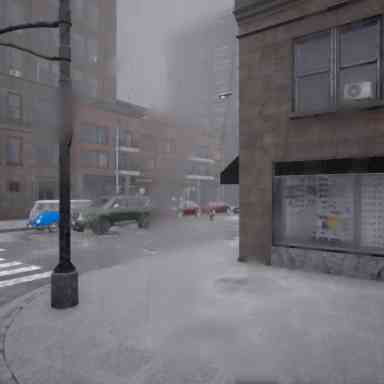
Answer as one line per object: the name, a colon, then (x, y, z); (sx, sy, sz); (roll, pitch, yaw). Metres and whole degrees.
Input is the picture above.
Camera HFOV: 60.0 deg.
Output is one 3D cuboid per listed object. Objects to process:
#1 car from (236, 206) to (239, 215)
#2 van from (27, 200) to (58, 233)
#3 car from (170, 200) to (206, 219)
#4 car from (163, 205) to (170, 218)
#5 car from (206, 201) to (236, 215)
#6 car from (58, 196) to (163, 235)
car: (5.864, 1.633, 33.618); (1.895, 1.301, 4.718); (0, 0, 36)
van: (-7.569, 1.358, 19.785); (1.690, 1.788, 3.998); (0, 0, 36)
car: (-1.006, 1.466, 28.851); (1.967, 1.590, 4.097); (0, 0, 36)
car: (-4.287, 1.336, 24.318); (2.192, 1.841, 5.009); (0, 0, 36)
car: (2.275, 1.575, 33.384); (1.887, 1.381, 4.507); (0, 0, 36)
car: (-4.501, 1.239, 19.315); (2.150, 2.045, 5.566); (0, 0, 36)
